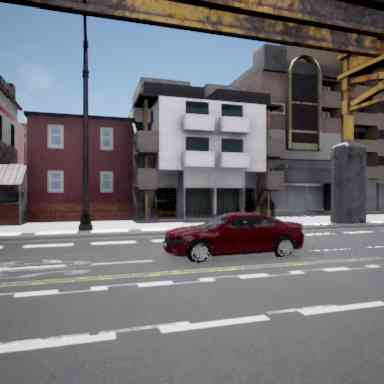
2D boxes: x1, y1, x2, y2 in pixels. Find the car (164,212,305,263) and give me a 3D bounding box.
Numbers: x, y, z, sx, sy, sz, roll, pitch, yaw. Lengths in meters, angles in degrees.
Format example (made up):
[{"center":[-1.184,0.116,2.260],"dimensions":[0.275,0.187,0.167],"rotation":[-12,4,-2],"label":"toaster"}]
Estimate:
[{"center":[1.514,1.476,11.762],"dimensions":[5.008,1.535,1.882],"rotation":[0,0,-17],"label":"car"}]
